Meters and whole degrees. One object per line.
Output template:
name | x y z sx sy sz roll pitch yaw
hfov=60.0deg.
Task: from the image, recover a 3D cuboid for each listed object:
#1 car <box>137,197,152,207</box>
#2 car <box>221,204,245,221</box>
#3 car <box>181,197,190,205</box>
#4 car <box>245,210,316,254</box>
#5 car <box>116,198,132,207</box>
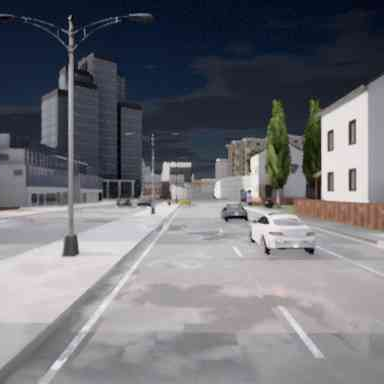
car | -8.040 1.592 56.812 2.097 1.767 4.553 0 0 0
car | 3.551 1.685 28.289 1.994 1.385 4.181 0 0 1
car | -1.217 1.723 63.180 1.801 1.575 5.366 0 0 0
car | 3.552 1.583 13.604 1.812 1.442 4.674 0 0 1
car | -11.540 1.733 56.725 2.128 1.511 4.902 0 0 1
